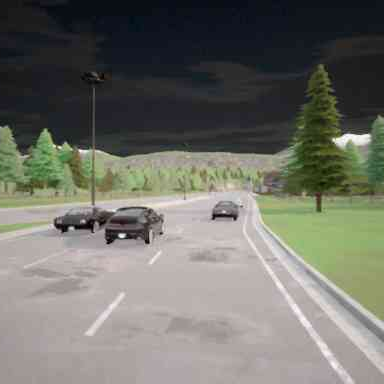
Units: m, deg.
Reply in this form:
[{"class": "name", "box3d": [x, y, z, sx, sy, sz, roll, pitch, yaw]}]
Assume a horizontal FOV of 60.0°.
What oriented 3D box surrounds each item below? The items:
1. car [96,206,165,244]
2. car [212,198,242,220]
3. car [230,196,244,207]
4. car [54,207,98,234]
[{"class": "car", "box3d": [-2.467, 1.409, 15.198, 1.837, 1.490, 4.892, 0, 0, 5]}, {"class": "car", "box3d": [2.690, 1.411, 26.463, 1.994, 1.385, 4.181, 0, 0, 9]}, {"class": "car", "box3d": [5.394, 1.287, 41.688, 1.812, 1.442, 4.674, 0, 0, 10]}, {"class": "car", "box3d": [-5.643, 1.479, 18.548, 1.895, 1.301, 4.718, 0, 0, 7]}]
